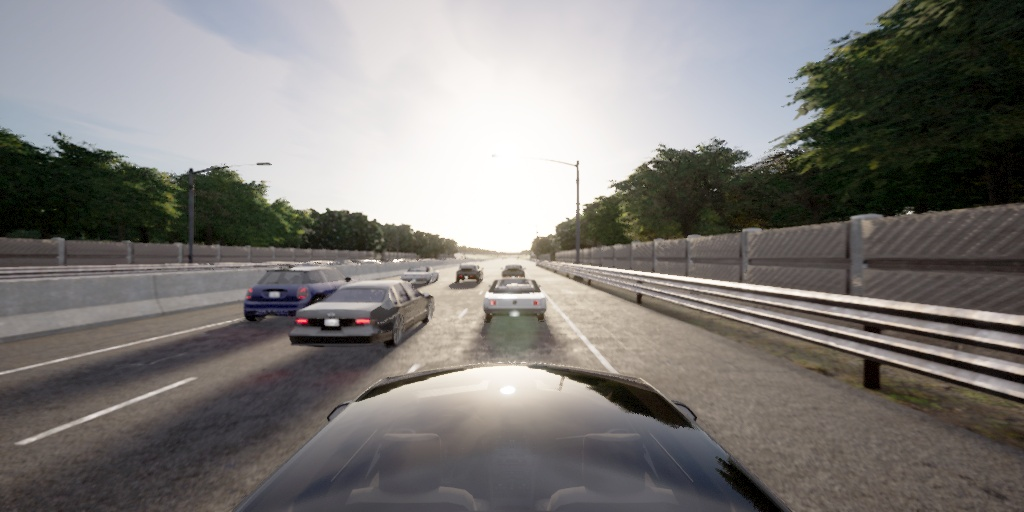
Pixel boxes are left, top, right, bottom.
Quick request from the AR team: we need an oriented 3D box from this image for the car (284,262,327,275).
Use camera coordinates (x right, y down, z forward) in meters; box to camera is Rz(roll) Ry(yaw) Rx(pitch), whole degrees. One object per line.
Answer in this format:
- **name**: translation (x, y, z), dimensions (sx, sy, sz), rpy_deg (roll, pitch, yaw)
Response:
- **car**: translation (-24.551, 1.428, 42.952), dimensions (2.033, 1.411, 5.357), rpy_deg (0, 0, 0)

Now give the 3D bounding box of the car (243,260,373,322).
- **car**: translation (-6.913, 1.140, 12.580), dimensions (2.097, 1.767, 4.553), rpy_deg (0, 0, 0)

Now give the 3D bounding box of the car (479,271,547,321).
- **car**: translation (0.092, 1.387, 12.541), dimensions (1.895, 1.301, 4.718), rpy_deg (0, 0, 0)

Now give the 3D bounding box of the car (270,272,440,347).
- **car**: translation (-3.424, 1.324, 9.362), dimensions (2.033, 1.411, 5.357), rpy_deg (0, 0, 0)

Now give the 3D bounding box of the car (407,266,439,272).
- **car**: translation (-6.895, 1.435, 27.615), dimensions (1.895, 1.301, 4.718), rpy_deg (0, 0, 0)

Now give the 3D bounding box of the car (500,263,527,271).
- **car**: translation (0.110, 1.344, 29.237), dimensions (1.837, 1.490, 4.892), rpy_deg (0, 0, 0)

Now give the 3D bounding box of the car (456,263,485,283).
- **car**: translation (-3.390, 1.344, 29.160), dimensions (1.837, 1.490, 4.892), rpy_deg (0, 0, 0)

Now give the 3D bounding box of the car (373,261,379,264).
- **car**: translation (-17.548, 1.390, 43.868), dimensions (1.837, 1.490, 4.892), rpy_deg (0, -1, 0)

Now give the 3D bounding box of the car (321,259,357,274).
- **car**: translation (-21.045, 1.235, 43.818), dimensions (2.097, 1.767, 4.553), rpy_deg (0, 0, 0)
